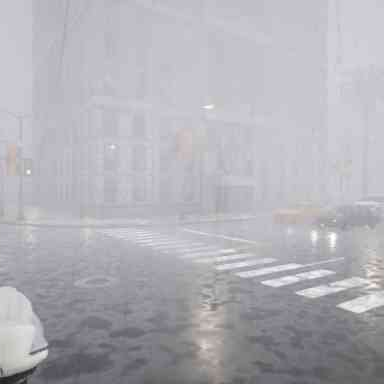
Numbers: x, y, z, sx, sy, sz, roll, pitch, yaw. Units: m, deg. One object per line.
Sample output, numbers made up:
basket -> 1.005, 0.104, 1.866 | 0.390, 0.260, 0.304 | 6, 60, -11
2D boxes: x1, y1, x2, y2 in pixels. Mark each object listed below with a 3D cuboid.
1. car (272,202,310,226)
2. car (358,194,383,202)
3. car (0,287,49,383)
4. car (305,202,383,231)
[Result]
car -> 7.880, 1.478, 23.822 | 5.008, 1.535, 1.882 | 0, 0, -34
car -> 16.333, 1.221, 29.492 | 5.566, 2.045, 2.150 | 0, 0, -34
car -> -3.932, 1.595, 3.033 | 4.718, 1.301, 1.895 | 0, 0, -34
car -> 9.823, 1.547, 20.915 | 5.357, 1.411, 2.033 | 0, 0, -34
